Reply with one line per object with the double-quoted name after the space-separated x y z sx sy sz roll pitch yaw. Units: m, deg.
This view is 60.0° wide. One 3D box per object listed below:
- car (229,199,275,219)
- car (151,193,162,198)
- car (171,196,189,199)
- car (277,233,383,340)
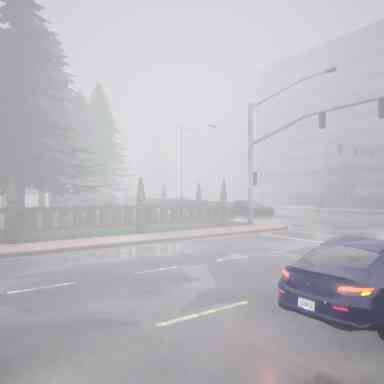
4.940 1.422 28.894 1.882 1.535 5.008 0 0 -33 "car"
-5.950 1.166 59.391 2.150 2.045 5.566 0 0 2 "car"
-1.175 1.296 39.050 2.097 1.767 4.553 0 0 -27 "car"
3.609 1.526 6.341 4.674 1.442 1.812 0 0 -35 "car"
